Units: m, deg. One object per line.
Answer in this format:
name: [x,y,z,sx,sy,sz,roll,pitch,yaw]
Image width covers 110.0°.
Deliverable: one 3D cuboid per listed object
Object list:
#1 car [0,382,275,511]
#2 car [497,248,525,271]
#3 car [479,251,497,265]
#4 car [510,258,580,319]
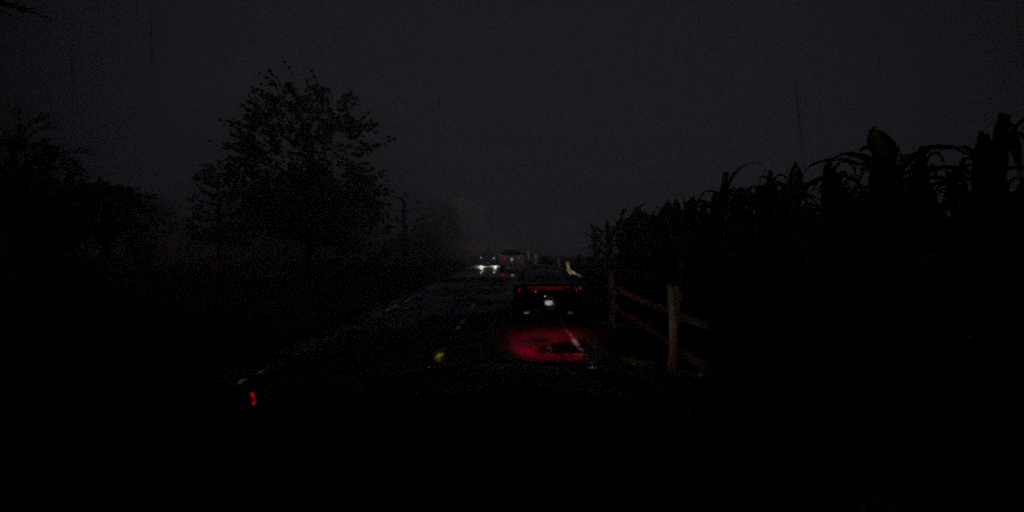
car: [-2.849,1.327,1.085,1.994,1.385,4.181,0,1,0]
car: [0.041,0.274,33.653,2.150,2.045,5.566,0,2,1]
car: [-2.829,0.175,43.720,2.097,1.767,4.553,0,1,0]
car: [0.965,1.011,11.809,1.882,1.535,5.008,0,1,0]
